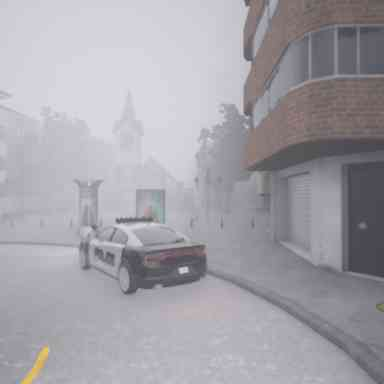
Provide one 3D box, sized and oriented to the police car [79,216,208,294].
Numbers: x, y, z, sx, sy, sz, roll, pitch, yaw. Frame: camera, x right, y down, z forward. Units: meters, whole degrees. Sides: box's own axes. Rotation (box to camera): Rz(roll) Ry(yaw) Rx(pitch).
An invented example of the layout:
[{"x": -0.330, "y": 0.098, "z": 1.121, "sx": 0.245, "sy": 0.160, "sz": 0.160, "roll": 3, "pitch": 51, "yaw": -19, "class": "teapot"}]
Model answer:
[{"x": -1.676, "y": 1.508, "z": 9.315, "sx": 1.930, "sy": 1.638, "sz": 5.238, "roll": 0, "pitch": -1, "yaw": -36, "class": "police car"}]
